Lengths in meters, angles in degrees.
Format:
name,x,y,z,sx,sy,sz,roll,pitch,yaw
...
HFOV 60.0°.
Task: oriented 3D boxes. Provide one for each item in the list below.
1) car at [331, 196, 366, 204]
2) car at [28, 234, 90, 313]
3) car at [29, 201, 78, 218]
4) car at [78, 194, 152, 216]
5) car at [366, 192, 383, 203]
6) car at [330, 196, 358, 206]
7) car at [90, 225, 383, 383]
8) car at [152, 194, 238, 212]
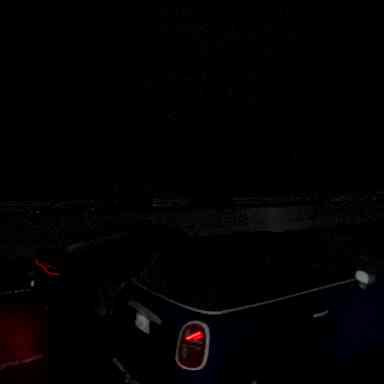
name,x,y,z,sx,sy,sz,roll,pitch,yaw
car,17.786,1.418,38.428,4.181,1.385,1.994,0,0,-36
car,-0.871,1.473,7.442,5.008,1.535,1.882,0,0,-36
car,-10.359,1.480,26.741,4.902,1.511,2.128,0,0,-36
car,-5.514,1.202,25.923,5.566,2.045,2.150,0,0,-36
car,27.795,1.021,49.958,5.566,2.045,2.150,0,0,-36
car,23.323,1.329,51.049,4.674,1.442,1.812,0,0,-36
car,1.216,1.348,4.633,4.553,1.767,2.097,0,0,-36
car,0.555,1.194,21.672,5.566,2.045,2.150,0,0,-36
